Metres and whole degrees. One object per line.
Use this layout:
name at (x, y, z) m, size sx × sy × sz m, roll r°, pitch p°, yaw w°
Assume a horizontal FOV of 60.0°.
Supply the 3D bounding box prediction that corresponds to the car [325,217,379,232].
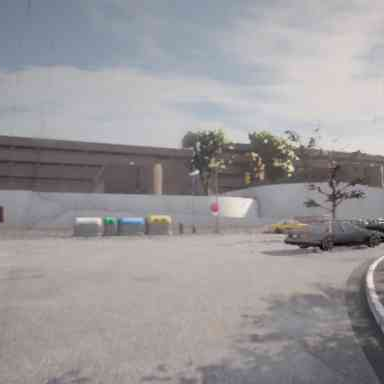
car at (19.088, 3.919, 39.848) m, size 1.946 × 1.575 × 5.366 m, roll 3°, pitch -7°, yaw -41°

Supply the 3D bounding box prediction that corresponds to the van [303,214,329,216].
van at (13.728, 3.579, 37.486) m, size 1.878 × 1.987 × 4.442 m, roll 4°, pitch -8°, yaw -41°

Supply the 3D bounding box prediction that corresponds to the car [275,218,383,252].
car at (7.274, 2.212, 16.981) m, size 5.357 × 1.411 × 2.033 m, roll 1°, pitch -5°, yaw -21°

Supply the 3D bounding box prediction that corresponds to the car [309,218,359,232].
car at (16.412, 3.891, 38.646) m, size 2.163 × 1.488 × 4.792 m, roll 3°, pitch -7°, yaw -41°

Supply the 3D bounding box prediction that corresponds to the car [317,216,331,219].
car at (15.174, 3.389, 32.817) m, size 4.892 × 1.490 × 1.837 m, roll 1°, pitch -5°, yaw -21°

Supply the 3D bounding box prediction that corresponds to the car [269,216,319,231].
car at (10.998, 3.749, 36.333) m, size 1.946 × 1.575 × 5.366 m, roll 4°, pitch -8°, yaw -41°

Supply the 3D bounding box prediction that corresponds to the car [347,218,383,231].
car at (21.994, 3.954, 40.784) m, size 2.231 × 1.521 × 4.892 m, roll 3°, pitch -7°, yaw -41°
